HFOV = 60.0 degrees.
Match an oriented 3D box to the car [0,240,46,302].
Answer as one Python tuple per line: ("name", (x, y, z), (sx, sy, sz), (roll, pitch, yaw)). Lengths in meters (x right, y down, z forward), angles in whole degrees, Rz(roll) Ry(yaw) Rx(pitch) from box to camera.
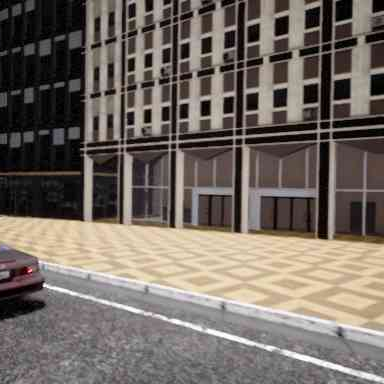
("car", (-5.481, 1.527, 7.302), (5.357, 1.411, 2.033), (0, 0, 33))
